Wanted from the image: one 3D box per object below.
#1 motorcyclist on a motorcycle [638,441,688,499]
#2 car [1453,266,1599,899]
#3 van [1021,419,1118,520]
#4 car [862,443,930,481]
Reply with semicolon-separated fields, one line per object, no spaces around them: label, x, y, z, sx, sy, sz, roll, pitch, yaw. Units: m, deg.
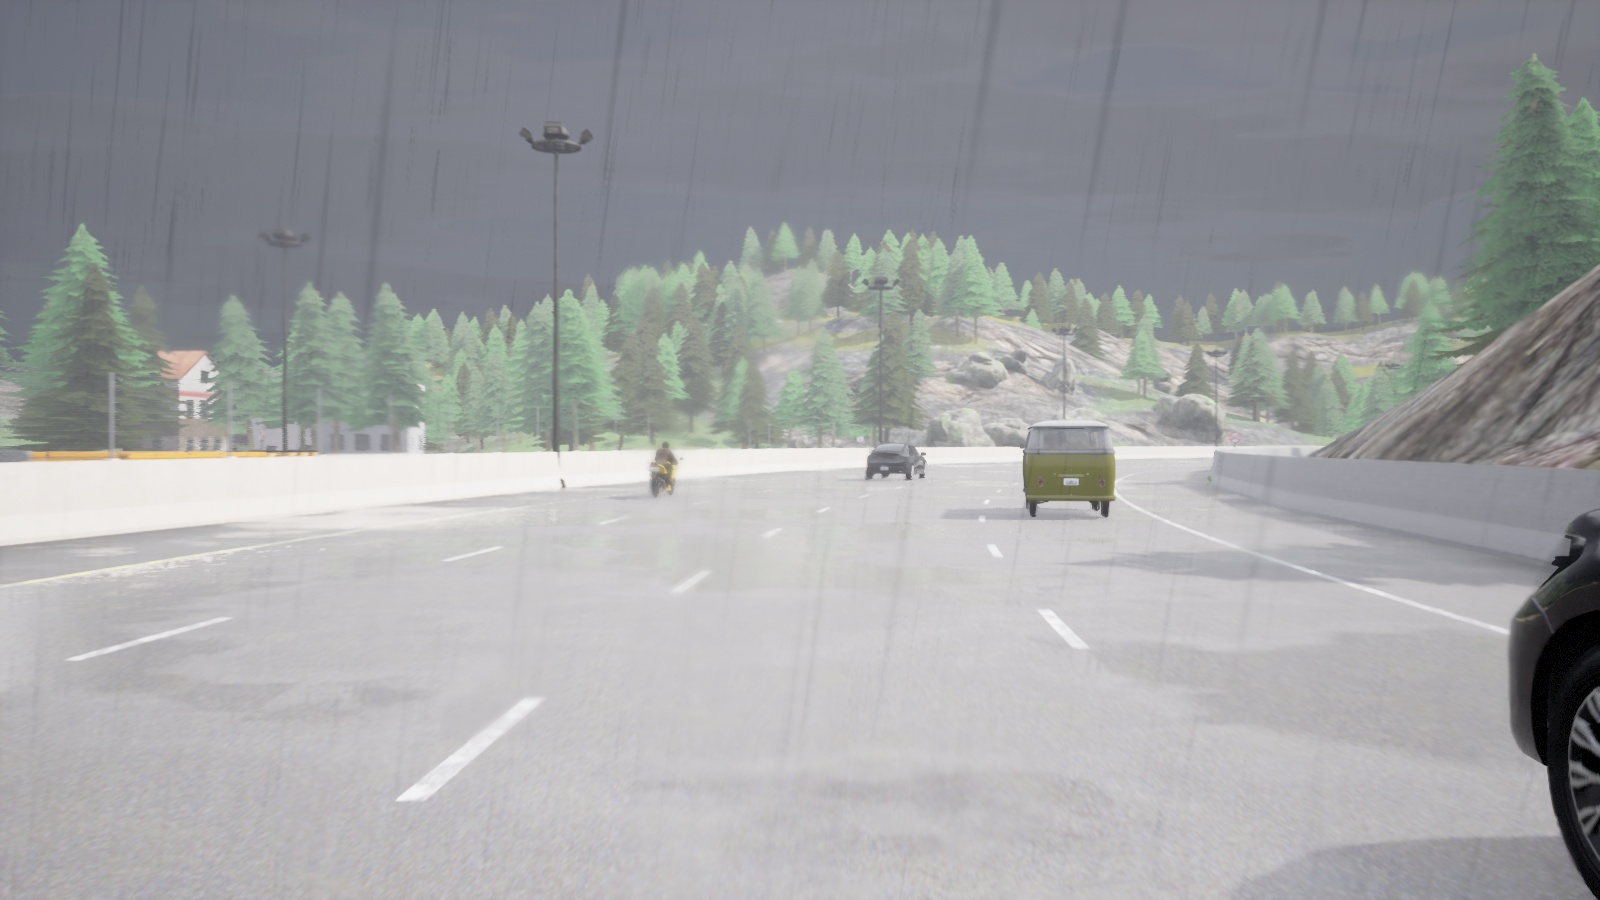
motorcyclist on a motorcycle;-3.733;0.526;34.354;0.797;1.523;2.044;1;0;11
car;3.536;0.465;2.017;2.150;2.045;5.566;0;0;1
van;5.705;0.365;27.016;1.775;1.987;4.442;0;0;9
car;3.994;0.474;51.653;1.837;1.490;4.892;0;0;16
